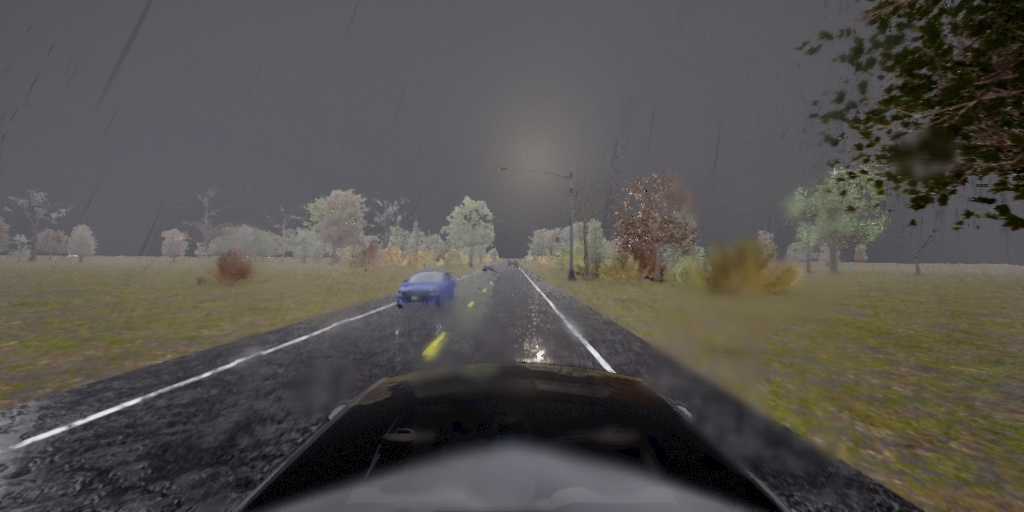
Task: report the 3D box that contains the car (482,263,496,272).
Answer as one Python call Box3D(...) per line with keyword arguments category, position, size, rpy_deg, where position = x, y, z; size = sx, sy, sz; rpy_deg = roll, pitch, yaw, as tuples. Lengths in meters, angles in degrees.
Box3D(category="car", position=(-3.572, 1.780, 56.371), size=(2.033, 1.411, 5.357), rpy_deg=(0, 0, 1))

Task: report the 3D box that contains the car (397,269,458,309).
Box3D(category="car", position=(-3.605, 1.361, 16.010), size=(1.882, 1.535, 5.008), rpy_deg=(0, -1, 0))
